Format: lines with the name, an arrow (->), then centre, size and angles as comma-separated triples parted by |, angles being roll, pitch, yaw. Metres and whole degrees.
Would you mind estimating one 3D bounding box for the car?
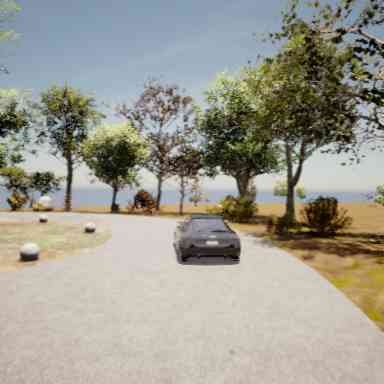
car -> 0.415, 1.513, 12.182 | 1.994, 1.385, 4.181 | 1, 0, -6
